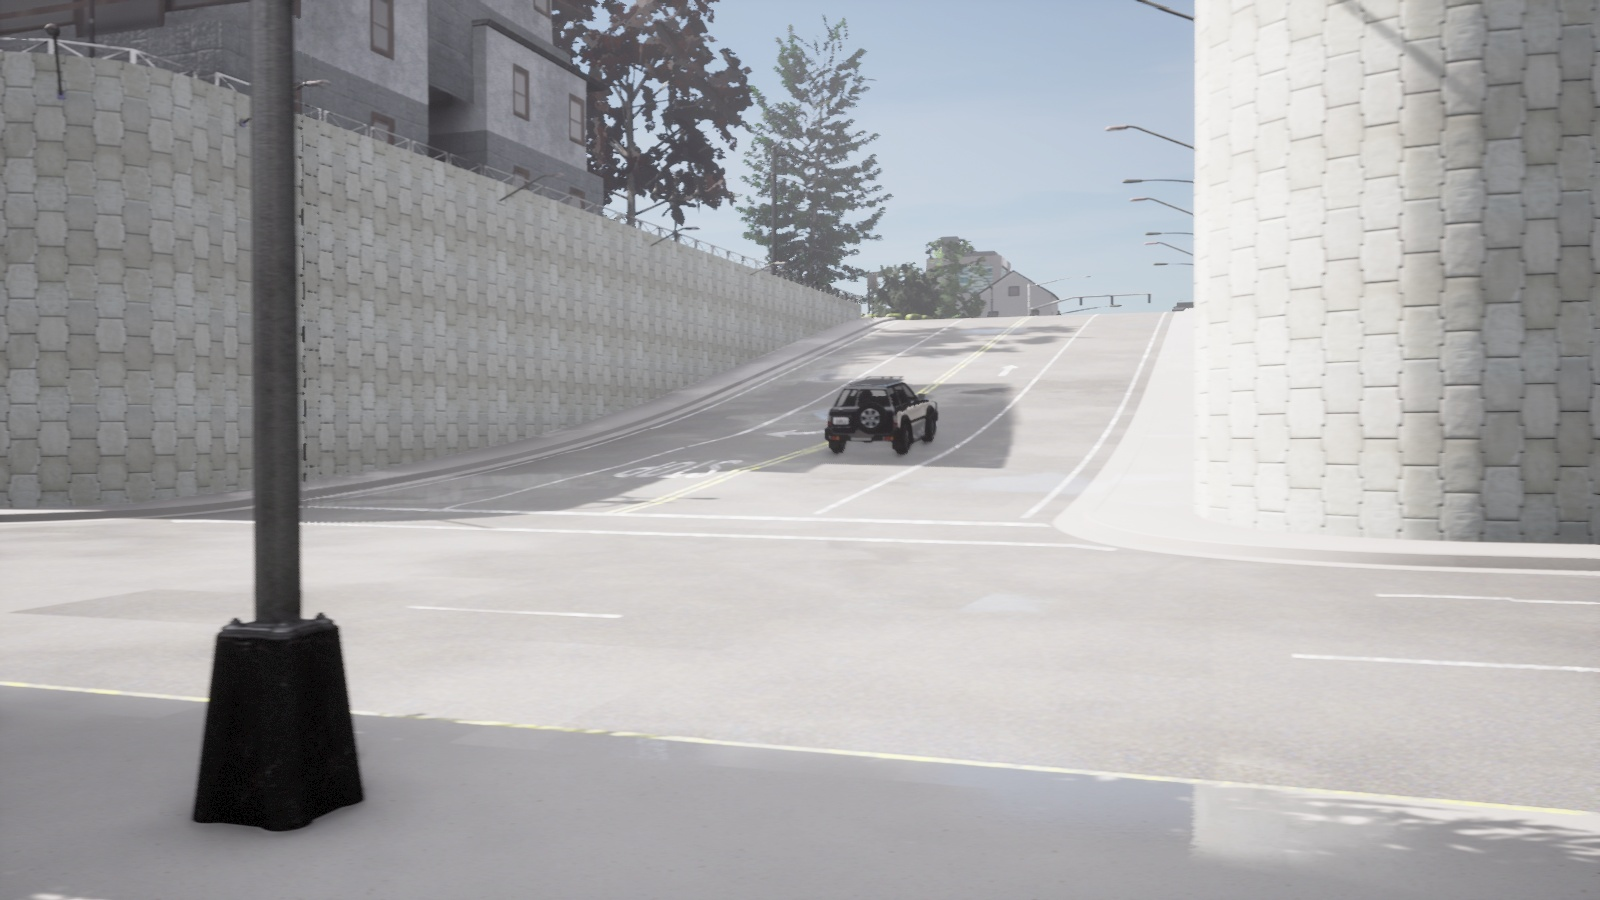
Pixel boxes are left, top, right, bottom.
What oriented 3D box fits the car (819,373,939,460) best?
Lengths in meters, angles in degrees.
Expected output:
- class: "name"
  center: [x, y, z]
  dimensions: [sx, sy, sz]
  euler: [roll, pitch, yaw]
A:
- class: "car"
  center: [2.117, -0.943, 32.256]
  dimensions: [1.932, 1.855, 4.605]
  euler: [1, 7, 19]
